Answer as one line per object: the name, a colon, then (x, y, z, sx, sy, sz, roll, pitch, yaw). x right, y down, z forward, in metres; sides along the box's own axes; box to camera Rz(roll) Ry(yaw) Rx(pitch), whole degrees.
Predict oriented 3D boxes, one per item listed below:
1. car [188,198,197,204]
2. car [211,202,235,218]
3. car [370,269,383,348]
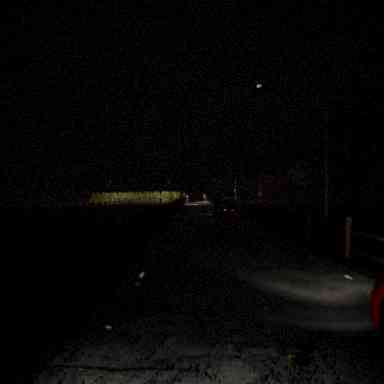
car: (0.127, 2.056, 77.410, 1.895, 1.301, 4.718, 0, -1, 0)
car: (2.869, 1.620, 31.101, 2.033, 1.411, 5.357, 0, 0, 0)
car: (3.472, 1.178, 2.368, 2.150, 2.045, 5.566, -3, -2, 3)
